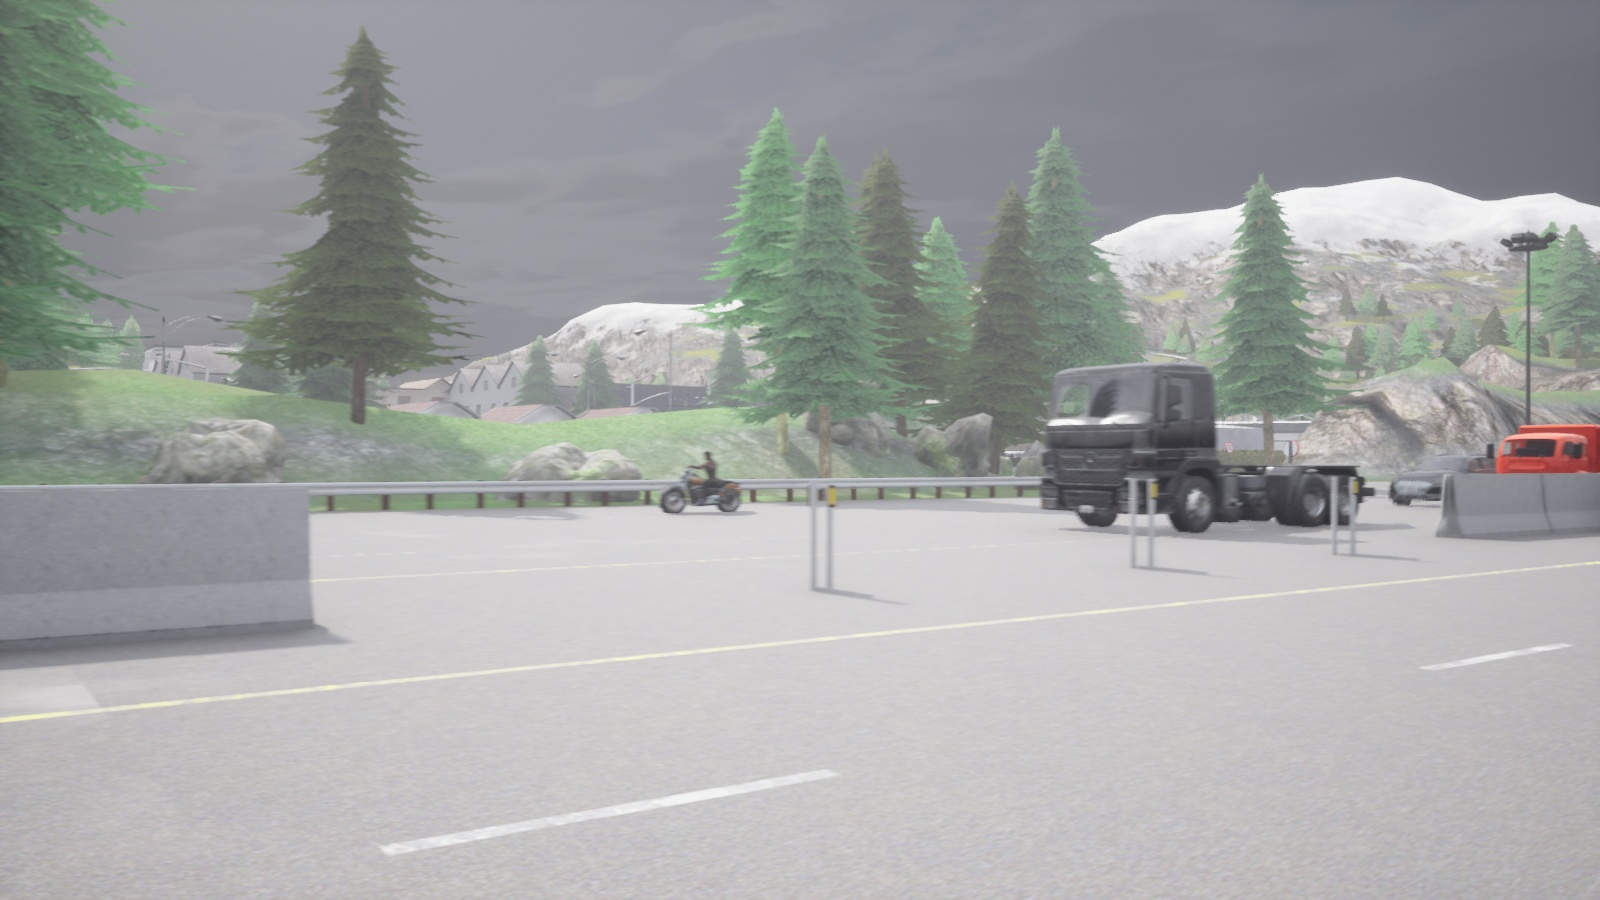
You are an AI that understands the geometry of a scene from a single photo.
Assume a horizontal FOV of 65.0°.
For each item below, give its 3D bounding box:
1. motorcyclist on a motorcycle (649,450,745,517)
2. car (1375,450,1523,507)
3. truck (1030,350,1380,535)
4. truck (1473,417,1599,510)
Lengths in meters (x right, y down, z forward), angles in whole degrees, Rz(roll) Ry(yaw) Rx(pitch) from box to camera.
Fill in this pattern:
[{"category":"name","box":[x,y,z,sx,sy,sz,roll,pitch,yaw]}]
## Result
[{"category":"motorcyclist on a motorcycle","box":[-2.595,0.825,31.703,2.350,1.649,0.766,0,0,-35]},{"category":"car","box":[20.209,0.841,39.044,4.856,1.649,2.033,0,0,-35]},{"category":"truck","box":[8.803,-0.124,26.829,7.936,3.462,2.891,0,0,-35]},{"category":"truck","box":[21.992,0.428,36.022,5.204,2.467,2.627,2,-1,-35]}]
